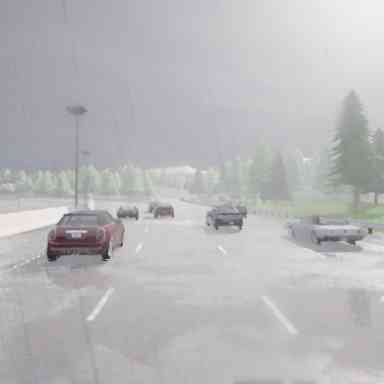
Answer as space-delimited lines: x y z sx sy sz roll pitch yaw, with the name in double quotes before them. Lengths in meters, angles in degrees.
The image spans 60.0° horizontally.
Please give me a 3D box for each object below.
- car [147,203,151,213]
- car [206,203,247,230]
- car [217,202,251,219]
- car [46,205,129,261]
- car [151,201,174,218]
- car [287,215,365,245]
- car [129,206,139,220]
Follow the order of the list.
"car" -4.724 1.956 43.628 1.837 1.490 4.892 0 0 -13
"car" 2.170 1.730 23.096 2.128 1.511 4.902 0 -1 -6
"car" 4.177 1.842 34.046 2.128 1.511 4.902 0 -1 -9
"car" -3.958 1.489 13.113 2.097 1.767 4.553 0 -1 -4
"car" -2.967 1.833 34.367 1.882 1.535 5.008 0 -1 -9
"car" 6.354 1.770 16.488 1.895 1.301 4.718 0 -1 -4
"car" -6.054 1.929 31.682 1.895 1.301 4.718 0 -1 -9
